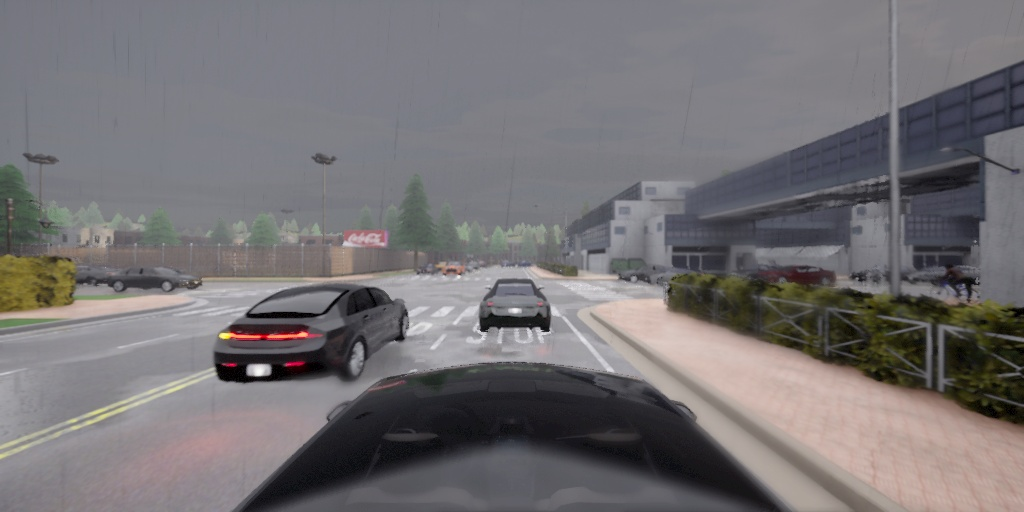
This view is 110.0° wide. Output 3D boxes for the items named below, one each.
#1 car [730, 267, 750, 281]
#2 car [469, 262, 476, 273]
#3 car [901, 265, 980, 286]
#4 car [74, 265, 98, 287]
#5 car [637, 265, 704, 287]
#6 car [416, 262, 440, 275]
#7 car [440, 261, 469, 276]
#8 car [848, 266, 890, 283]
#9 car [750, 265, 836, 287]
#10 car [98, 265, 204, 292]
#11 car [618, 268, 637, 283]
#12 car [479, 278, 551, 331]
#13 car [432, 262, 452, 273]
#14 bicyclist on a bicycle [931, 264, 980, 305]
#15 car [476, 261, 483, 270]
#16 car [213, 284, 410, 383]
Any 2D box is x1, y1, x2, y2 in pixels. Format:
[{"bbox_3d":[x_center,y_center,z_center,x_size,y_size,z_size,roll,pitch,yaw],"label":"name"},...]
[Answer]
[{"bbox_3d":[20.776,1.457,29.854,4.902,1.511,2.128,0,0,0],"label":"car"},{"bbox_3d":[-6.844,1.737,52.343,1.895,1.301,4.718,0,0,1],"label":"car"},{"bbox_3d":[31.811,1.430,26.332,4.902,1.511,2.128,0,0,0],"label":"car"},{"bbox_3d":[-30.549,1.407,25.760,4.902,1.511,2.128,0,0,0],"label":"car"},{"bbox_3d":[11.843,1.502,26.365,4.181,1.385,1.994,0,0,-1],"label":"car"},{"bbox_3d":[-10.416,1.640,44.501,1.994,1.385,4.181,0,0,1],"label":"car"},{"bbox_3d":[-6.926,1.420,43.358,2.097,1.767,4.553,0,0,1],"label":"car"},{"bbox_3d":[31.367,1.513,29.836,5.357,1.411,2.033,0,0,0],"label":"car"},{"bbox_3d":[20.815,1.416,26.354,5.008,1.535,1.882,0,0,0],"label":"car"},{"bbox_3d":[-21.827,1.393,22.056,4.892,1.490,1.837,0,0,0],"label":"car"},{"bbox_3d":[11.361,1.470,29.909,4.892,1.490,1.837,0,0,1],"label":"car"},{"bbox_3d":[0.087,1.388,11.247,1.994,1.385,4.181,0,0,0],"label":"car"},{"bbox_3d":[-10.332,1.620,53.144,1.882,1.535,5.008,0,0,1],"label":"car"},{"bbox_3d":[18.325,1.154,14.877,0.582,1.620,1.656,0,-1,0],"label":"bicyclist on a bicycle"},{"bbox_3d":[-6.706,1.719,62.563,1.837,1.490,4.892,0,0,1],"label":"car"},{"bbox_3d":[-3.454,1.297,7.219,1.837,1.490,4.892,0,0,-2],"label":"car"}]
